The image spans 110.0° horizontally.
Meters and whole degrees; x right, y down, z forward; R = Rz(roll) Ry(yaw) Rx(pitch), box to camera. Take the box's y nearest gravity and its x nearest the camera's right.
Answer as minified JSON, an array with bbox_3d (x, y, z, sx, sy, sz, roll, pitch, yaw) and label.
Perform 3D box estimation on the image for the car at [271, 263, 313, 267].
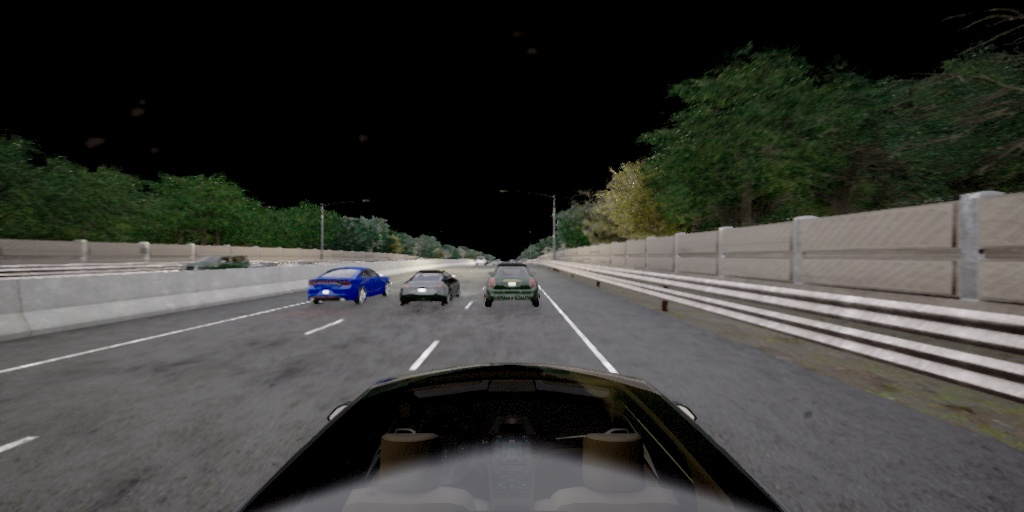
[{"bbox_3d":[-17.537,1.271,30.028,1.994,1.385,4.181,0,0,1],"label":"car"}]

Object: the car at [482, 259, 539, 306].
[{"bbox_3d":[0.006,1.096,15.888,2.097,1.767,4.553,0,0,0],"label":"car"}]

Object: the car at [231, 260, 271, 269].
[{"bbox_3d":[-21.032,1.265,30.419,1.994,1.385,4.181,0,0,1],"label":"car"}]

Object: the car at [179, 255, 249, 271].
[{"bbox_3d":[-24.532,0.918,30.008,2.150,2.045,5.566,0,0,1],"label":"car"}]

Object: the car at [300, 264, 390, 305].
[{"bbox_3d":[-6.995,1.211,15.947,1.882,1.535,5.008,0,0,0],"label":"car"}]

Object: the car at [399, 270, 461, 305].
[{"bbox_3d":[-3.494,1.303,15.929,1.994,1.385,4.181,0,0,0],"label":"car"}]
